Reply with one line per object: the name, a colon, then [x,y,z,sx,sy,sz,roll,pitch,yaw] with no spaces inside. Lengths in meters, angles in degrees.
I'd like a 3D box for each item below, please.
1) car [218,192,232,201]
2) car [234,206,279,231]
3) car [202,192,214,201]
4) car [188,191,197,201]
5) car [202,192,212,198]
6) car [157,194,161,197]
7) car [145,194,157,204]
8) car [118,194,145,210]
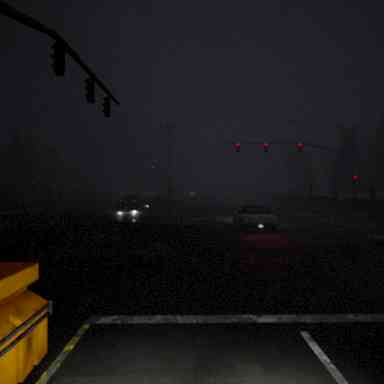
car: [7.034,0.966,68.772,1.882,1.535,5.008,0,0,0]
car: [3.609,1.454,19.602,1.895,1.301,4.718,0,0,0]
car: [3.534,0.966,68.774,1.882,1.535,5.008,0,0,0]
car: [0.034,1.086,69.223,1.895,1.301,4.718,0,0,0]
car: [3.539,0.796,79.193,1.994,1.385,4.181,0,0,0]
car: [-6.985,1.041,65.249,1.812,1.442,4.674,0,1,0]
car: [-7.058,1.172,50.368,2.033,1.411,5.357,0,1,0]
car: [-7.070,1.067,38.220,2.097,1.767,4.553,0,0,0]
